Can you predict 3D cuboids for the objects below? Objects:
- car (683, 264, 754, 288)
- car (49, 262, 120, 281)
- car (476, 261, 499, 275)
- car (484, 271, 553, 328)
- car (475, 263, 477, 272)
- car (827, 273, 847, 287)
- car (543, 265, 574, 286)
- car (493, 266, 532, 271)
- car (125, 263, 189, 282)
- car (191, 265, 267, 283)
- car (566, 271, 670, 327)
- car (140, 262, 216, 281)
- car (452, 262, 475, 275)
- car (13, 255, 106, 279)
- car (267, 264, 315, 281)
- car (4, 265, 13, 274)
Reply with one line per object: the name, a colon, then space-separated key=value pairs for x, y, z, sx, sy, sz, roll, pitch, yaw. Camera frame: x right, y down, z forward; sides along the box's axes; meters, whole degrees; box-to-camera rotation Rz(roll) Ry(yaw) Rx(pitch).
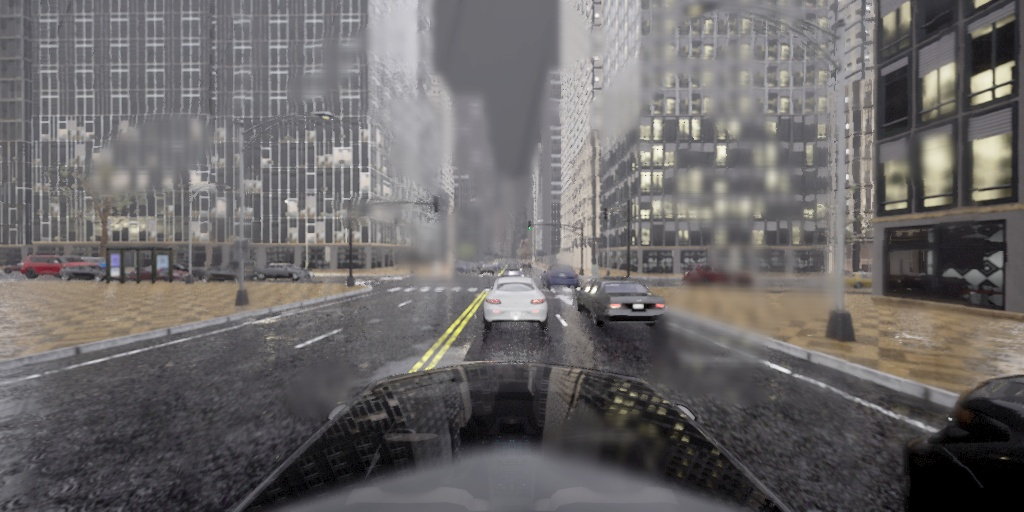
car: x=16.201 y=1.570 z=28.328 sx=5.009 sy=1.841 sz=2.192 roll=0 pitch=0 yaw=1
car: x=-34.088 y=1.383 z=29.181 sx=4.313 sy=1.339 sz=1.948 roll=0 pitch=0 yaw=1
car: x=-3.328 y=1.807 z=49.842 sx=2.033 sy=1.411 sz=5.357 roll=0 pitch=-1 yaw=0
car: x=0.102 y=1.383 z=11.690 sx=1.812 sy=1.442 sz=4.674 roll=0 pitch=0 yaw=0
car: x=-6.571 y=1.837 z=56.955 sx=1.837 sy=1.490 sz=4.892 roll=0 pitch=-1 yaw=0
car: x=27.649 y=1.877 z=28.127 sx=4.829 sy=1.417 sz=1.751 roll=0 pitch=0 yaw=1
car: x=3.352 y=1.423 z=25.406 sx=2.097 sy=1.767 sz=4.553 roll=0 pitch=-2 yaw=0
car: x=0.112 y=1.550 z=23.014 sx=2.033 sy=1.411 sz=5.357 roll=0 pitch=-2 yaw=0
car: x=-28.408 y=1.450 z=29.006 sx=4.207 sy=1.307 sz=1.802 roll=0 pitch=0 yaw=1
car: x=-22.724 y=1.483 z=28.871 sx=4.313 sy=1.339 sz=1.948 roll=0 pitch=0 yaw=1
car: x=3.353 y=1.409 z=12.030 sx=2.033 sy=1.411 sz=5.357 roll=0 pitch=-1 yaw=0
car: x=-29.431 y=1.323 z=31.727 sx=5.008 sy=1.535 sz=1.882 roll=1 pitch=0 yaw=1
car: x=-6.611 y=1.592 z=47.860 sx=2.097 sy=1.767 sz=4.553 roll=0 pitch=-1 yaw=1
car: x=-40.031 y=0.974 z=31.953 sx=5.566 sy=2.045 sz=2.150 roll=1 pitch=0 yaw=1
car: x=-20.020 y=1.419 z=31.531 sx=4.902 sy=1.511 sz=2.128 roll=1 pitch=0 yaw=1
car: x=-50.959 y=1.208 z=37.965 sx=4.207 sy=1.307 sz=1.802 roll=0 pitch=0 yaw=1
